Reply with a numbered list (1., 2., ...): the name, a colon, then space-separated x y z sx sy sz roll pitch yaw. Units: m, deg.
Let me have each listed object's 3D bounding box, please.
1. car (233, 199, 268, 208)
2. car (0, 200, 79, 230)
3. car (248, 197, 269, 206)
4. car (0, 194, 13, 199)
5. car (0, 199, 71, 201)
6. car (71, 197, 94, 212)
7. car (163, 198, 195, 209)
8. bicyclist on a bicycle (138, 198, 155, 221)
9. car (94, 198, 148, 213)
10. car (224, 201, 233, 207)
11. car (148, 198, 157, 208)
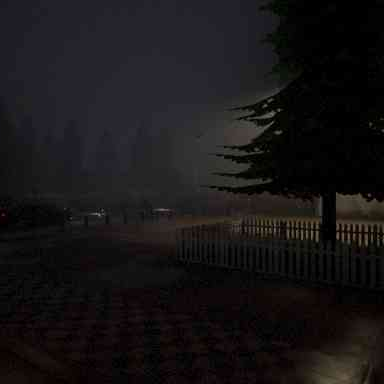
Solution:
1. car: 8.435 1.221 47.420 2.150 2.045 5.566 0 0 36
2. car: -10.132 1.505 21.384 1.837 1.490 4.892 0 0 36
3. car: 11.540 1.564 57.825 1.994 1.385 4.181 0 0 36
4. car: -18.147 1.222 28.558 2.150 2.045 5.566 0 0 35
5. car: -13.660 1.547 28.824 2.033 1.411 5.357 0 0 35
6. car: -12.546 1.352 36.412 2.097 1.767 4.553 0 0 36
7. car: -1.646 1.547 45.649 2.033 1.411 5.357 0 0 36
8. bicyclist on a bicycle: -3.355 1.302 24.356 1.656 1.620 0.582 0 0 35
9. car: -7.815 1.547 37.020 2.033 1.411 5.357 0 0 35
10. car: 6.661 1.564 50.980 1.994 1.385 4.181 0 0 37
11. car: -6.601 1.526 44.746 1.812 1.442 4.674 0 0 36
